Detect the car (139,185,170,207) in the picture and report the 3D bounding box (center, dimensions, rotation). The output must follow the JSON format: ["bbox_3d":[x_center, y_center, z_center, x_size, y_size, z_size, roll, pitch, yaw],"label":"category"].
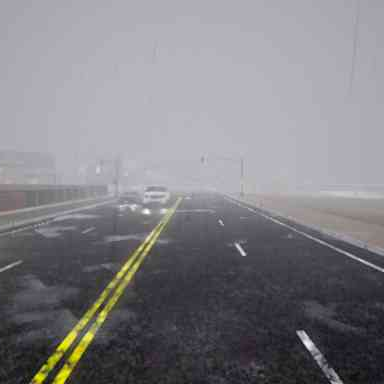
[{"bbox_3d":[-3.346,0.321,32.072,2.150,2.045,5.566,0,2,0],"label":"car"}]

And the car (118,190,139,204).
[{"bbox_3d":[-6.592,0.540,35.980,2.033,1.411,5.357,0,2,0],"label":"car"}]
